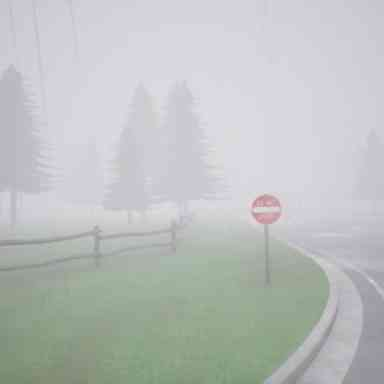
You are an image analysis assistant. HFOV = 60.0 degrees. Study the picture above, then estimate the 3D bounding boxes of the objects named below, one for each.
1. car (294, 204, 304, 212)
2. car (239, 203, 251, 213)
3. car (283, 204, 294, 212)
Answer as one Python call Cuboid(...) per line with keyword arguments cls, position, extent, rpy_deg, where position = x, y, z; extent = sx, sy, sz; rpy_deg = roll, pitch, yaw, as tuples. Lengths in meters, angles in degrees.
Cuboid(cls="car", position=(20.654, 3.073, 65.551), extent=(1.812, 1.442, 4.674), rpy_deg=(-1, -2, 3))
Cuboid(cls="car", position=(9.932, 3.221, 61.708), extent=(1.994, 1.385, 4.181), rpy_deg=(-1, -2, 3))
Cuboid(cls="car", position=(16.924, 3.007, 61.452), extent=(1.837, 1.490, 4.892), rpy_deg=(-1, -2, 3))
